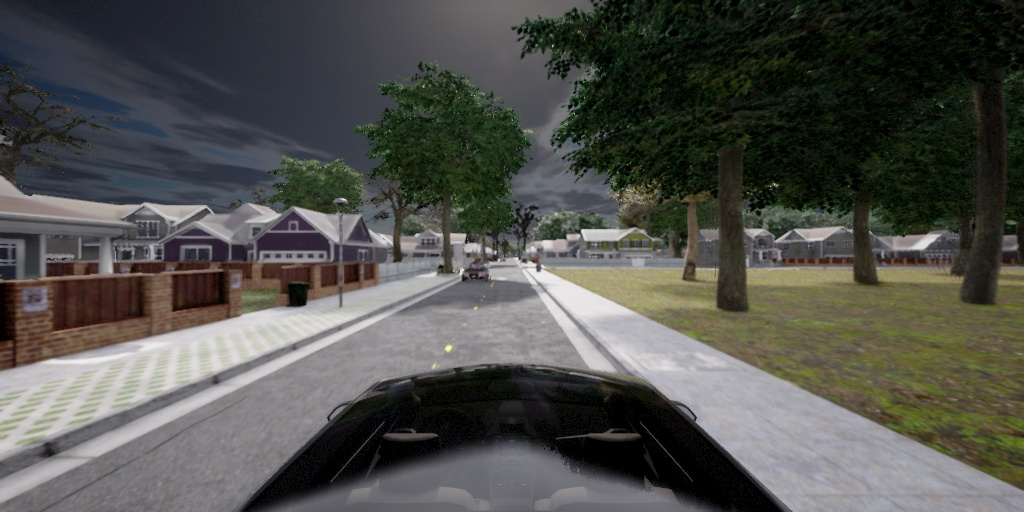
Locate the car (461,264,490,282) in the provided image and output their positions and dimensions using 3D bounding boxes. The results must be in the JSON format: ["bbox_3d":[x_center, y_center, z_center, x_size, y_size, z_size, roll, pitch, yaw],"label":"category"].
[{"bbox_3d":[-2.841,1.315,28.652,1.994,1.385,4.181,0,0,0],"label":"car"}]
